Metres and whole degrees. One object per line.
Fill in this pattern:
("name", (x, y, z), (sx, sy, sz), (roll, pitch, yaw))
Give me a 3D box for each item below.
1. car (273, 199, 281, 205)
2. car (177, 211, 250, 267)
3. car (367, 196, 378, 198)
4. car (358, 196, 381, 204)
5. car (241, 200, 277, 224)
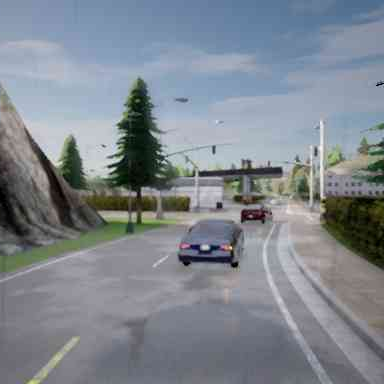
("car", (18.218, 2.147, 72.269), (1.812, 1.442, 4.674), (0, -1, 16))
("car", (0.870, 1.658, 11.988), (2.033, 1.411, 5.357), (0, -1, 11))
("car", (38.333, 1.919, 67.923), (4.514, 1.523, 2.007), (0, -1, 16))
("car", (42.447, 1.825, 79.703), (4.605, 1.855, 1.932), (0, -1, 16))
("car", (5.463, 1.731, 27.712), (1.882, 1.535, 5.008), (-1, -1, 23))
